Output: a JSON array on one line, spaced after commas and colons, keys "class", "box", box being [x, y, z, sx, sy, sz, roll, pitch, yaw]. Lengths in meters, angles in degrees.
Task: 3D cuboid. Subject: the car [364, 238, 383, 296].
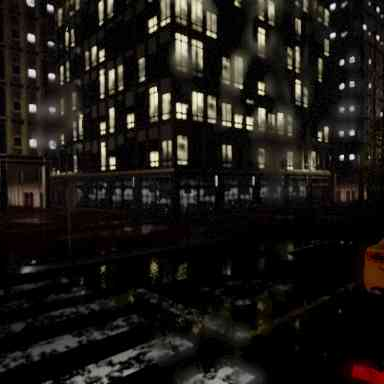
[{"class": "car", "box": [5.457, 1.335, 7.152, 5.008, 1.535, 1.882, -1, 1, -42]}]
